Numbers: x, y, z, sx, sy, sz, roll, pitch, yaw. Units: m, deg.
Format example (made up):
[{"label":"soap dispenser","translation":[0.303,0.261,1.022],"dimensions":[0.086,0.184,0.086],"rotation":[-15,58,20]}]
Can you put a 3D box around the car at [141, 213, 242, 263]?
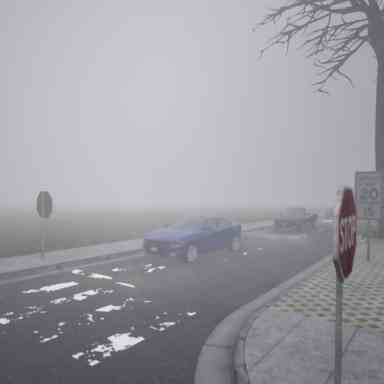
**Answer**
[{"label":"car","translation":[0.184,1.636,12.960],"dimensions":[1.882,1.535,5.008],"rotation":[0,-1,35]}]

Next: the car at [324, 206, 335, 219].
[{"label":"car","translation":[14.810,2.076,33.615],"dimensions":[1.994,1.385,4.181],"rotation":[0,-1,36]}]

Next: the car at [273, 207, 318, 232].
[{"label":"car","translation":[7.217,1.807,22.900],"dimensions":[1.882,1.535,5.008],"rotation":[0,-1,35]}]
